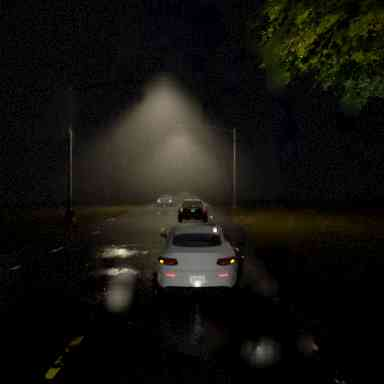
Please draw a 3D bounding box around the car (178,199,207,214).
[{"bbox_3d":[0.057,1.322,25.433,2.097,1.767,4.553,0,0,0],"label":"car"}]

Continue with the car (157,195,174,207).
[{"bbox_3d":[-3.712,1.187,46.835,2.097,1.767,4.553,0,1,-1],"label":"car"}]

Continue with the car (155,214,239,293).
[{"bbox_3d":[0.104,1.534,8.790,1.812,1.442,4.674,0,0,0],"label":"car"}]
